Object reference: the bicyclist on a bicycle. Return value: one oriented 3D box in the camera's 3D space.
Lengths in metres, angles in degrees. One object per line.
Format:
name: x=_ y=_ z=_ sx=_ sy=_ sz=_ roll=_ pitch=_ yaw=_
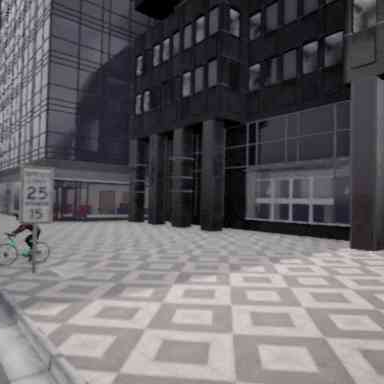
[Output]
bicyclist on a bicycle: x=-5.345 y=1.493 z=10.563 sx=1.656 sy=1.620 sz=0.582 roll=2 pitch=-2 yaw=-39
